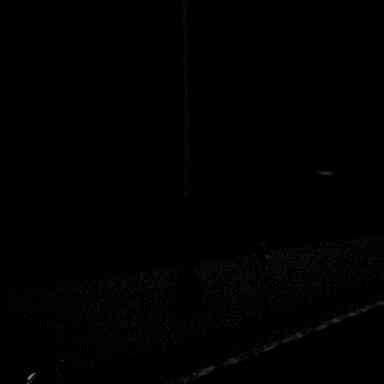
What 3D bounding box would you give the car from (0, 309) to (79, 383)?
[{"bbox_3d":[-2.237,1.442,0.964,4.097,1.590,1.967,0,-1,-35],"label":"car"}]
